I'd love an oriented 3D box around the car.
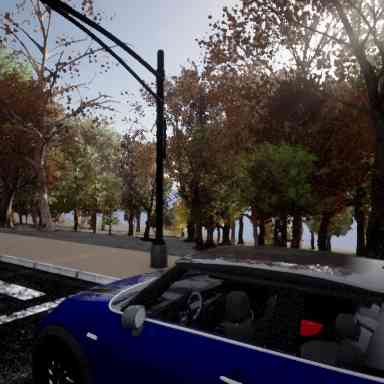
[{"bbox_3d":[0.418,1.352,3.358,4.553,1.767,2.097,0,0,34],"label":"car"}]
